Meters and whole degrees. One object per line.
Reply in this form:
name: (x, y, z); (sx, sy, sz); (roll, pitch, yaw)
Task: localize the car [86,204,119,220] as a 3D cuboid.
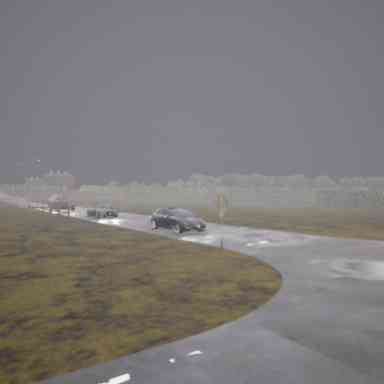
car: (-8.618, 1.832, 31.925); (1.994, 1.385, 4.181); (-1, 1, -36)

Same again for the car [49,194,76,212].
car: (-17.055, 1.486, 43.788); (2.150, 2.045, 5.566); (-1, 0, -35)

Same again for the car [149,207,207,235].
car: (-1.003, 1.755, 21.268); (1.837, 1.490, 4.892); (-1, 0, -36)

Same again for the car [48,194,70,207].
car: (-22.818, 1.431, 56.847); (2.150, 2.045, 5.566); (-1, 1, -36)
